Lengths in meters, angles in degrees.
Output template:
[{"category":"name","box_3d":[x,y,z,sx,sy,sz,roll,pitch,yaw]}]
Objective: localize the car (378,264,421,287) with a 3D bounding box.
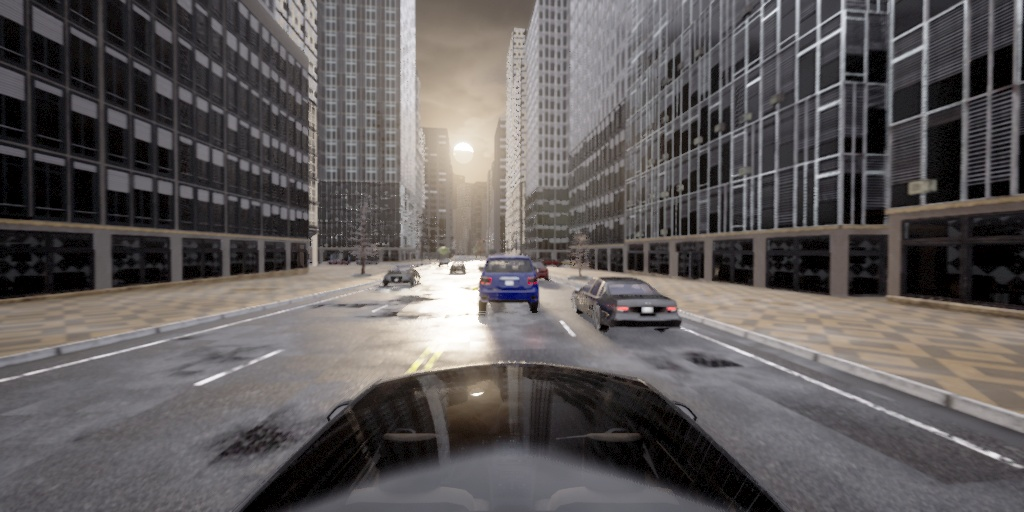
[{"category":"car","box_3d":[-7.635,1.359,25.121,1.994,1.385,4.181,0,0,-6]}]

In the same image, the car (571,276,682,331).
[{"category":"car","box_3d":[3.163,1.329,11.040,2.033,1.411,5.357,0,0,-1]}]

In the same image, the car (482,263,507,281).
[{"category":"car","box_3d":[-1.600,1.379,31.321,1.994,1.385,4.181,0,0,-6]}]

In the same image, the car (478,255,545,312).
[{"category":"car","box_3d":[-0.197,1.002,14.516,2.150,2.045,5.566,0,0,-2]}]

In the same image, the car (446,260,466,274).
[{"category":"car","box_3d":[-6.461,1.433,42.838,1.895,1.301,4.718,0,0,-7]}]

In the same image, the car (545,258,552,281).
[{"category":"car","box_3d":[1.732,1.169,30.723,2.097,1.767,4.553,0,0,-6]}]
